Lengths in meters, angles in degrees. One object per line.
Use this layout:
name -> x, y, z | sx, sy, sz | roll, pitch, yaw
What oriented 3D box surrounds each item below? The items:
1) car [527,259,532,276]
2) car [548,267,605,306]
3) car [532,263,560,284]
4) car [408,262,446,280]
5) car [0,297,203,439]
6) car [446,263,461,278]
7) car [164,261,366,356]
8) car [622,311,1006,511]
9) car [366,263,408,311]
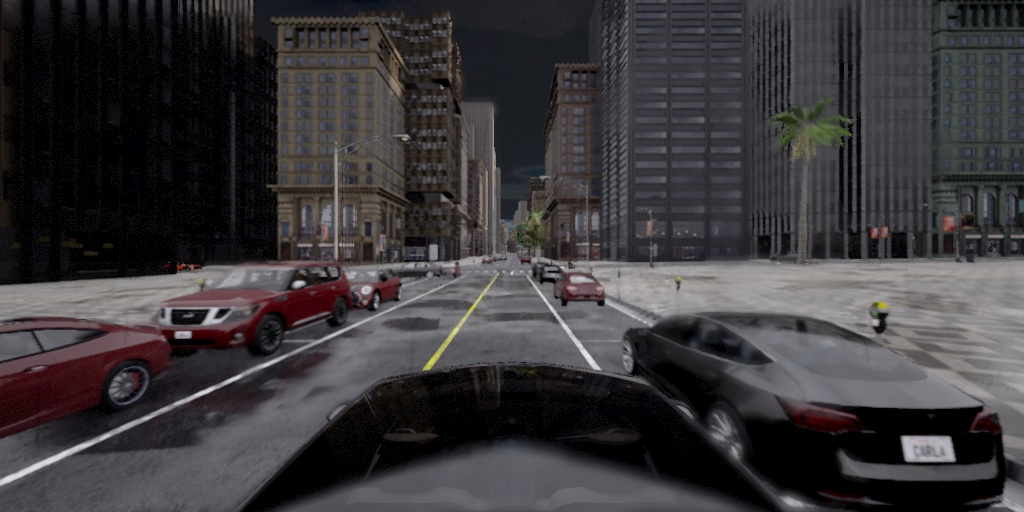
car -> 2.754, 1.263, 33.429 | 1.948, 1.339, 4.313 | 0, 0, 0
car -> 2.759, 1.323, 15.261 | 1.802, 1.307, 4.207 | 0, 0, 0
car -> 2.756, 1.285, 26.063 | 1.948, 1.339, 4.313 | 0, 0, 0
car -> -7.498, 1.101, 27.513 | 4.403, 1.370, 2.007 | 0, 0, -9
car -> -5.763, 1.331, 3.499 | 1.802, 1.307, 4.207 | 0, 0, 0
car -> -5.771, 1.278, 33.432 | 1.802, 1.307, 4.207 | 0, 0, 0
car -> -5.765, 1.062, 8.800 | 2.192, 1.841, 5.009 | 0, 0, 0
car -> 2.762, 1.315, 4.461 | 1.948, 1.339, 4.313 | 0, 0, 0
car -> -5.766, 1.181, 14.102 | 1.967, 1.591, 4.097 | 0, 0, 0
